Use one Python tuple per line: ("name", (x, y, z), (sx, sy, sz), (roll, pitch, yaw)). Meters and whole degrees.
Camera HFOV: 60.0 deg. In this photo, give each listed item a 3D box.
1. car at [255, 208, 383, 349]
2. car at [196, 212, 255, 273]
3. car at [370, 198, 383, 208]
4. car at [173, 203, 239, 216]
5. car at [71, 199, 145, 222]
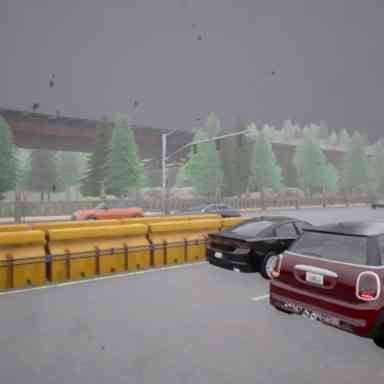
("car", (3.626, 1.349, 6.372), (4.553, 1.767, 2.097), (0, 0, -35))
("car", (2.705, 1.474, 10.003), (5.008, 1.535, 1.882), (0, 0, -35))
("car", (25.587, 1.527, 43.725), (5.357, 1.411, 2.033), (0, 0, -35))
("car", (0.983, 1.487, 21.886), (4.902, 1.511, 2.128), (0, 0, -35))
("car", (-5.441, 1.348, 21.606), (4.553, 1.767, 2.097), (0, 0, -35))
